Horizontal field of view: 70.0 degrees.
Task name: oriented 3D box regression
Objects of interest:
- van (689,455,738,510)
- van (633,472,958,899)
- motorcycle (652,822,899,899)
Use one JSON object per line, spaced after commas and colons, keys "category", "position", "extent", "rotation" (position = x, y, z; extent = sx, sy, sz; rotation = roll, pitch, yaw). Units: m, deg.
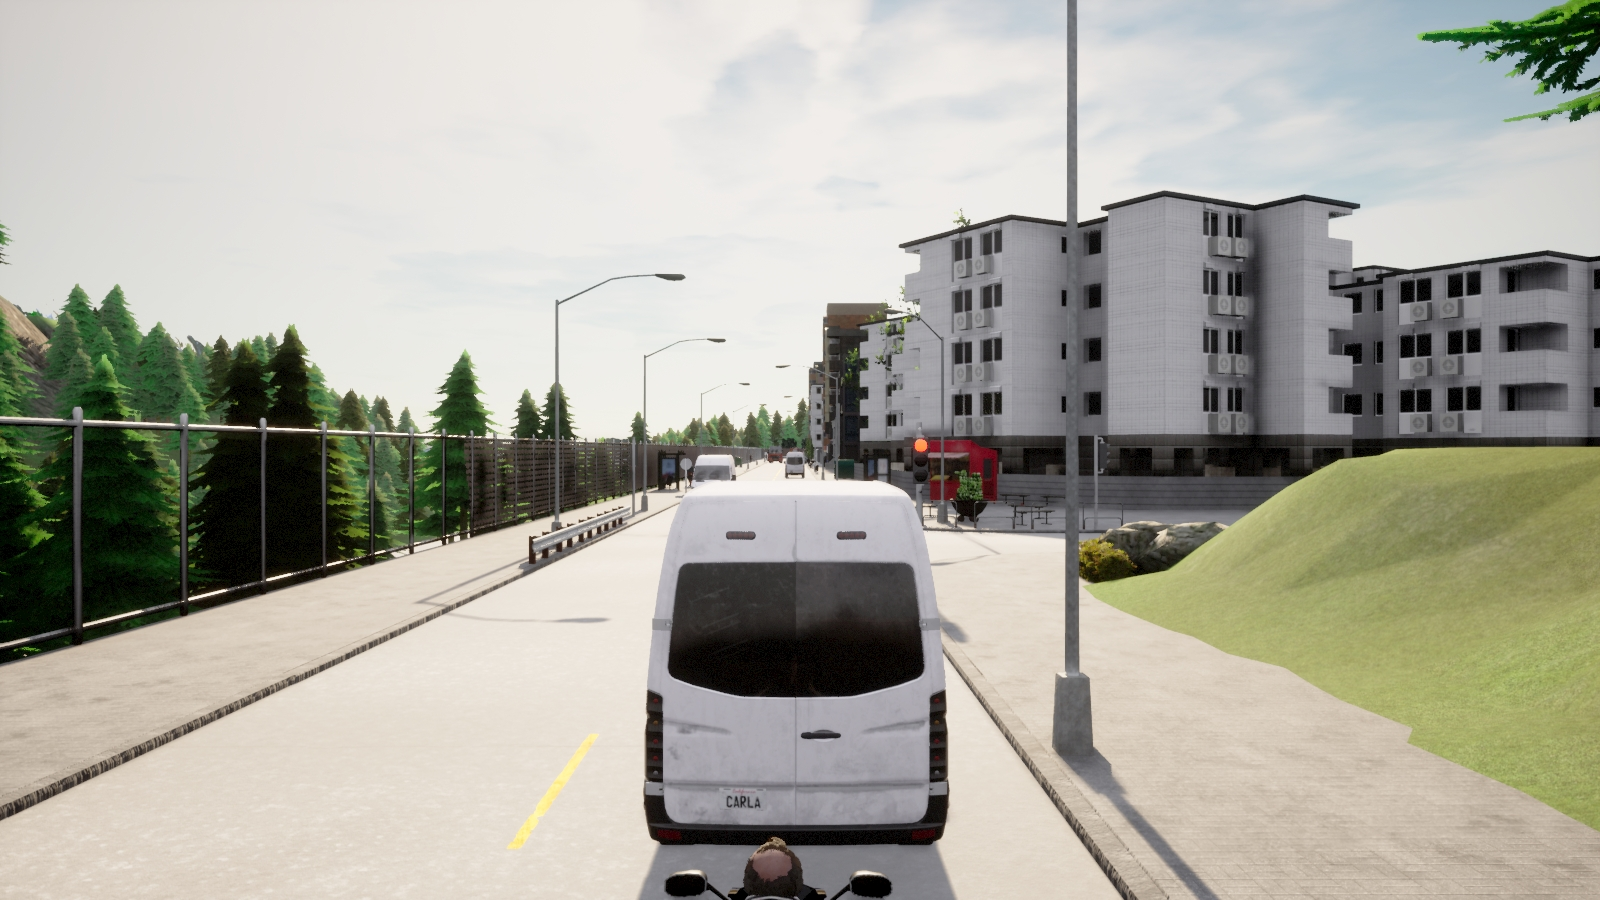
{"category": "van", "position": [-4.246, 1.534, 56.676], "extent": [1.988, 2.561, 5.915], "rotation": [0, 0, 0]}
{"category": "van", "position": [-0.034, 1.534, 9.946], "extent": [1.988, 2.561, 5.915], "rotation": [0, 0, 0]}
{"category": "motorcycle", "position": [-0.090, 2.205, 3.746], "extent": [0.867, 1.251, 2.209], "rotation": [0, 0, 1]}
